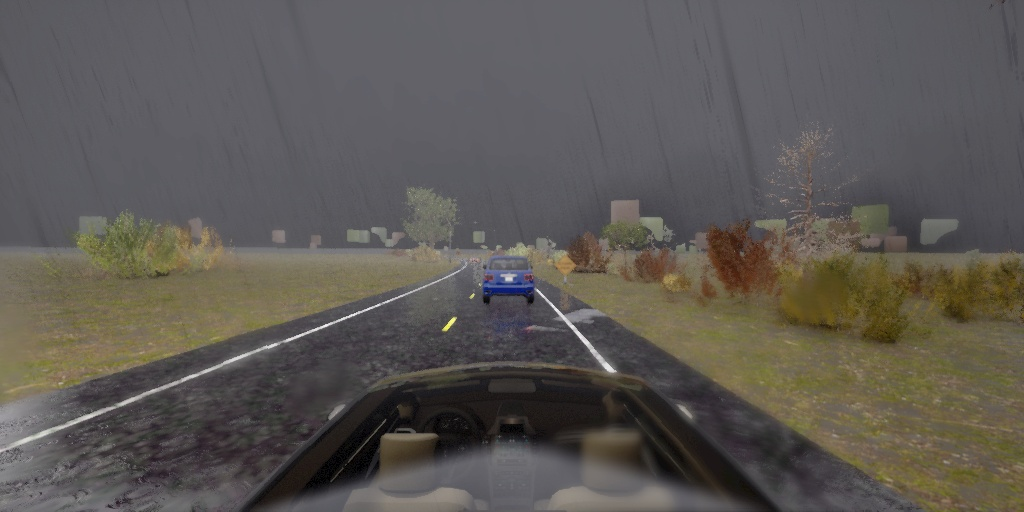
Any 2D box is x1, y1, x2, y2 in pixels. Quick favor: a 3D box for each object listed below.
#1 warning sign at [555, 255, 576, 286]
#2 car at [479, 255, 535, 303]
[{"bbox_3d":[3.226,0.841,21.837,1.300,1.860,1.060,0,0,-2],"label":"warning sign"},{"bbox_3d":[-0.181,0.994,16.614,2.150,2.045,5.566,0,0,-1],"label":"car"}]
